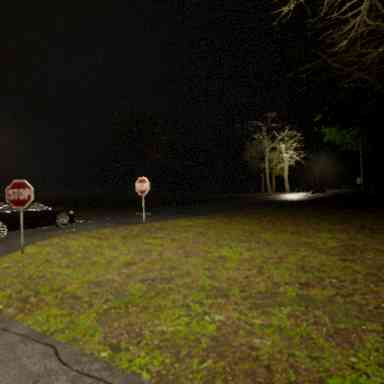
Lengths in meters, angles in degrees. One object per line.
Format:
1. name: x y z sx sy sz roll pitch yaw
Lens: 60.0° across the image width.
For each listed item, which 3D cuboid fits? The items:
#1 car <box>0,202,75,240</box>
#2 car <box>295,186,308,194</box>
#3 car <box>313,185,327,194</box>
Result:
1. car: -7.789 1.158 15.238 2.128 1.511 4.902 -3 2 35
2. car: 24.006 -0.465 72.812 1.837 1.490 4.892 -3 1 35
3. car: 24.553 -0.573 63.747 2.097 1.767 4.553 -3 1 28
